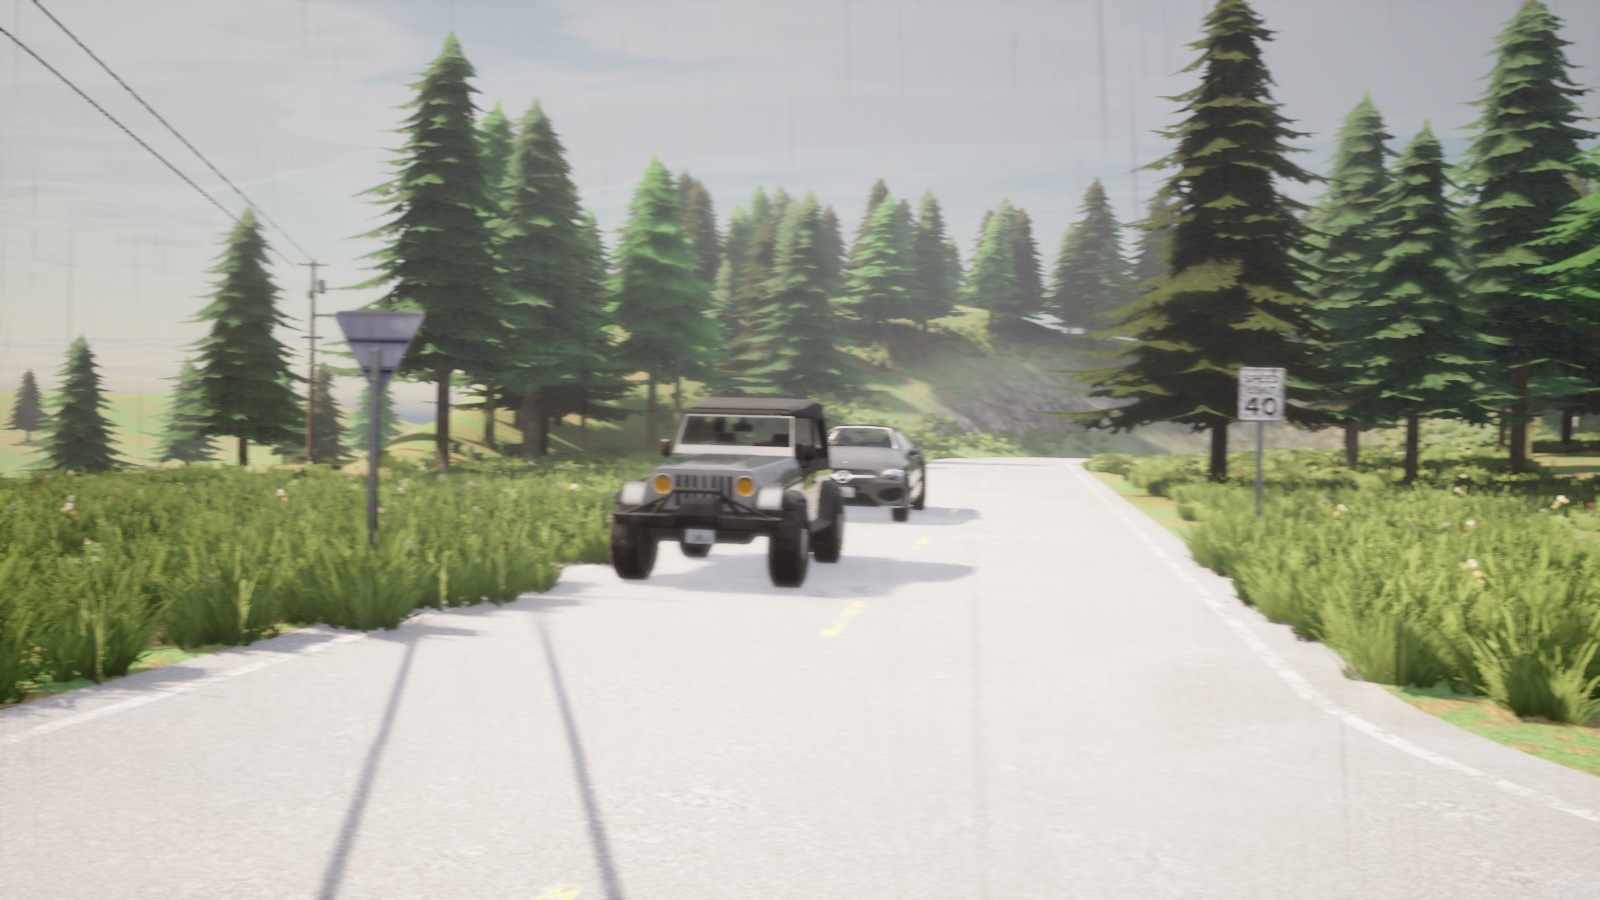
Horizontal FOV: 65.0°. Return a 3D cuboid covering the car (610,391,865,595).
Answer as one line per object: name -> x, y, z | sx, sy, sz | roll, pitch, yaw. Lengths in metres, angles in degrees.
car -> -0.508, 0.360, 13.641 | 1.905, 1.878, 3.866 | 0, 1, 11

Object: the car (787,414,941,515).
car -> 1.320, 0.173, 23.189 | 2.152, 1.651, 5.027 | 0, 1, 11
